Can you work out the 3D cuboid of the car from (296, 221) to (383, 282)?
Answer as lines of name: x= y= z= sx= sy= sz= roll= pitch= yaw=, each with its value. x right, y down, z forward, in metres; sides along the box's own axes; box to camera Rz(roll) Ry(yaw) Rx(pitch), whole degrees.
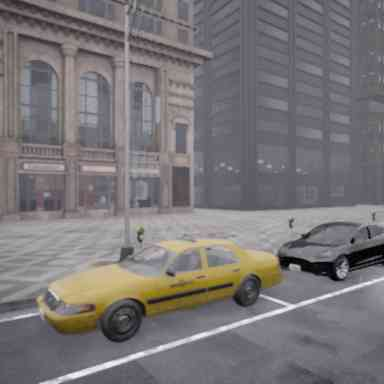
car: x=4.424 y=1.569 z=9.810 sx=4.313 sy=1.339 sz=1.947 roll=0 pitch=0 yaw=-36

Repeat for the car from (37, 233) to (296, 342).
car: x=-0.305 y=1.526 z=6.434 sx=4.829 sy=1.417 sz=1.752 roll=0 pitch=0 yaw=-36
